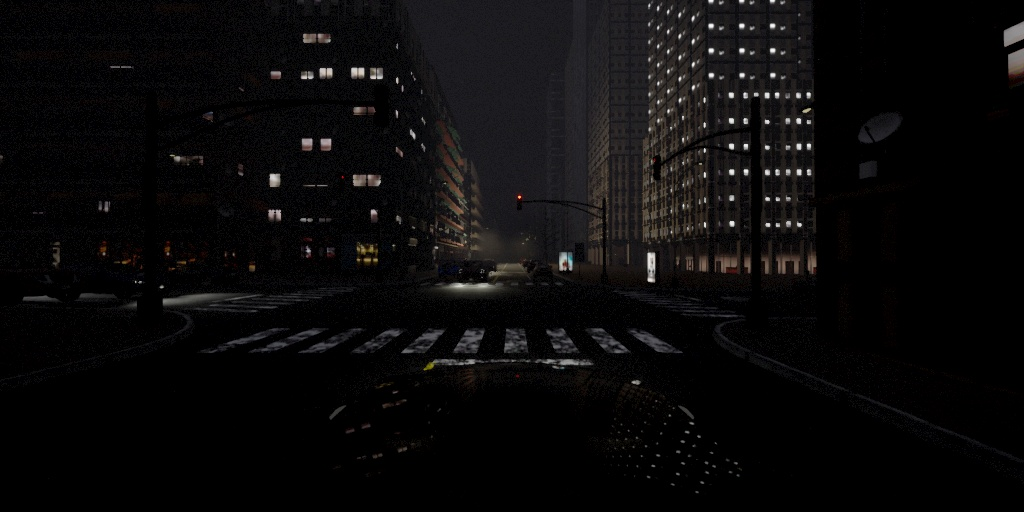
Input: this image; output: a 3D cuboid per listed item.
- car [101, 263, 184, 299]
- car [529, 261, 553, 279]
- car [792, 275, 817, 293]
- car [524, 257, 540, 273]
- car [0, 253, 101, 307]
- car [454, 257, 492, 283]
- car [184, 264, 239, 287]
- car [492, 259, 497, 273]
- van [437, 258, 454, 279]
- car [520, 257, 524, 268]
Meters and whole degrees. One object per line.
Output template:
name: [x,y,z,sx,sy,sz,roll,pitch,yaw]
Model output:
car: [-17.582,1.033,15.610,4.674,1.442,1.812,1,0,0]
car: [2.768,1.343,32.489,1.802,1.307,4.207,0,0,0]
car: [19.443,1.644,21.679,4.403,1.370,2.007,0,0,0]
car: [2.795,1.208,43.545,1.967,1.591,4.097,0,0,0]
car: [-18.744,0.784,12.990,5.009,1.841,2.192,0,0,0]
car: [-2.935,1.106,27.946,2.097,1.767,4.553,0,0,0]
car: [-18.745,1.104,21.370,4.313,1.339,1.948,0,0,0]
car: [-2.894,1.255,44.828,1.882,1.535,5.008,0,0,0]
van: [-5.613,1.102,32.511,1.690,1.789,3.998,0,0,0]
car: [2.836,1.221,60.127,1.967,1.591,4.097,0,0,0]
